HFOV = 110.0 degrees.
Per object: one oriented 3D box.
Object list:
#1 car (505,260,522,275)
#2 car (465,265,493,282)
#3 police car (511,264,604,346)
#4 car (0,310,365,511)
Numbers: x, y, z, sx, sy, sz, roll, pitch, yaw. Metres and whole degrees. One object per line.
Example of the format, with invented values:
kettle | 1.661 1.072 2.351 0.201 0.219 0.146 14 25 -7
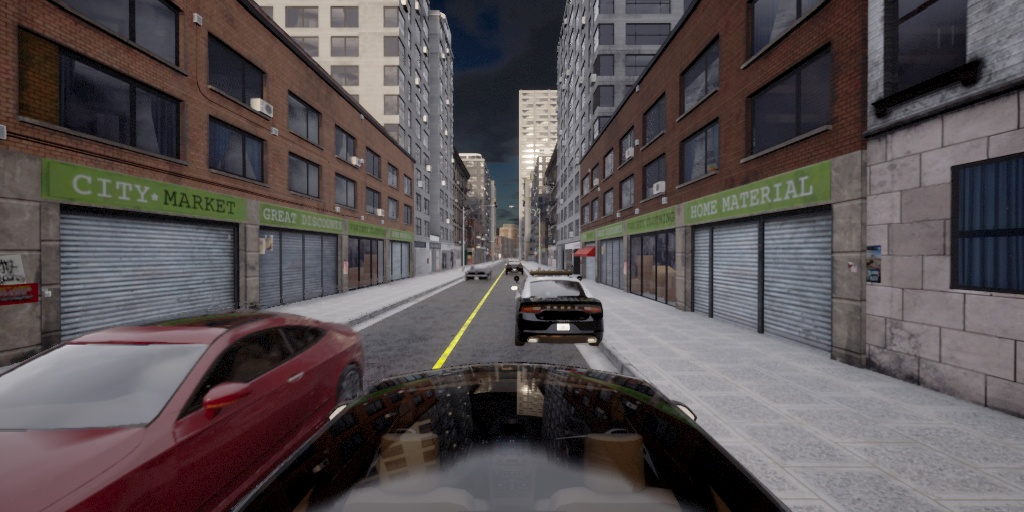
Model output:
car | 0.280 1.243 38.871 1.882 1.535 5.008 0 0 0
car | -2.603 1.357 28.660 1.895 1.301 4.718 0 0 0
police car | 1.010 1.175 9.544 1.930 1.638 5.238 0 0 0
car | -2.835 1.275 3.004 1.812 1.442 4.674 0 0 0
